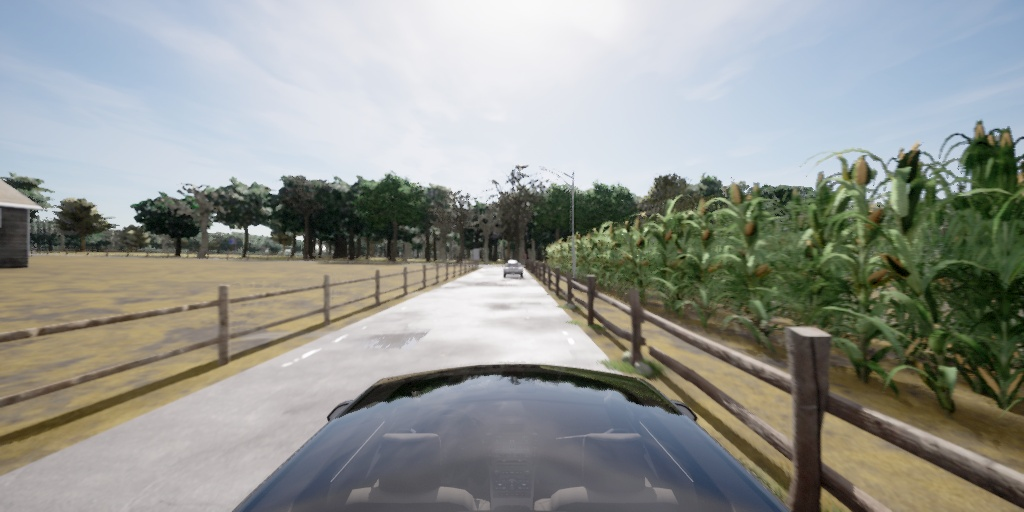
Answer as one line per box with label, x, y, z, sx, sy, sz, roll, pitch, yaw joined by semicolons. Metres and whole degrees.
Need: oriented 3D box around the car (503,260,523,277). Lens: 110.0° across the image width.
car;0.109;1.315;35.000;1.895;1.301;4.718;0;0;0
